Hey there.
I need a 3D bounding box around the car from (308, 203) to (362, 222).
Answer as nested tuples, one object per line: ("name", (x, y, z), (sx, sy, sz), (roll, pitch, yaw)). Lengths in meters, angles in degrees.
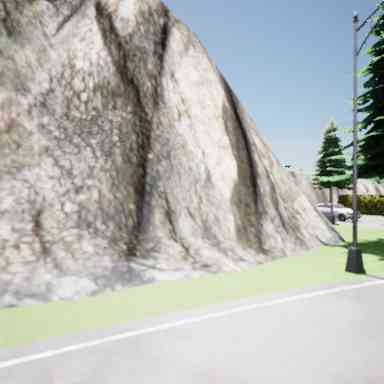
("car", (11.945, 1.662, 28.114), (1.812, 1.442, 4.674), (0, 0, -27))
